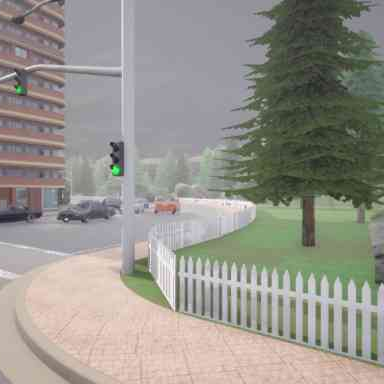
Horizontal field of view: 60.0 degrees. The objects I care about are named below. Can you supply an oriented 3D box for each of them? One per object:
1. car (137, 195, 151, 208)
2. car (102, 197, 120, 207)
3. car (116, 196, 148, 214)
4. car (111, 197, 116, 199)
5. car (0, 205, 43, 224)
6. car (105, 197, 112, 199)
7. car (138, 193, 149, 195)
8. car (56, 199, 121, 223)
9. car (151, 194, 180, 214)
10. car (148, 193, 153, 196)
[{"bbox_3d":[-6.943,1.470,44.943,1.812,1.442,4.674,0,0,-13],"label":"car"},{"bbox_3d":[-12.664,1.508,51.592,1.994,1.385,4.181,0,0,-24],"label":"car"},{"bbox_3d":[-6.189,1.470,34.752,1.812,1.442,4.674,0,0,3],"label":"car"},{"bbox_3d":[-9.813,1.492,41.935,2.033,1.411,5.357,0,0,-7],"label":"car"},{"bbox_3d":[-12.708,1.545,22.629,1.895,1.301,4.718,0,0,23],"label":"car"},{"bbox_3d":[-9.904,1.492,31.861,2.033,1.411,5.357,0,0,8],"label":"car"},{"bbox_3d":[-10.486,1.436,61.839,2.128,1.511,4.902,0,0,-35],"label":"car"},{"bbox_3d":[-7.822,1.492,25.309,2.033,1.411,5.357,0,0,17],"label":"car"},{"bbox_3d":[-2.500,1.296,34.748,2.097,1.767,4.553,0,0,4],"label":"car"},{"bbox_3d":[-9.593,1.166,66.456,2.150,2.045,5.566,0,0,-40],"label":"car"}]
